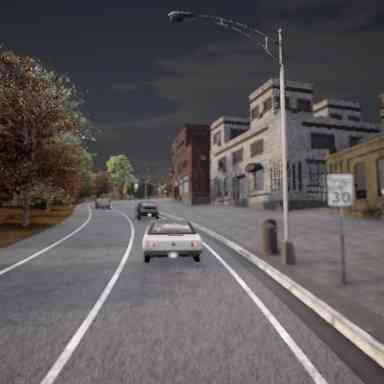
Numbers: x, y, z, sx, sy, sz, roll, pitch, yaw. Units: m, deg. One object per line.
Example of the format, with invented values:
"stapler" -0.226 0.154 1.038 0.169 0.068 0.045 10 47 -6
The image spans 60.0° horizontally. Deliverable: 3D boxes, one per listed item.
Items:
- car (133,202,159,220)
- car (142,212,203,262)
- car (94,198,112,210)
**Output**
"car" -4.095 1.626 29.815 1.837 1.490 4.892 1 0 -14
"car" -0.808 1.654 12.373 1.895 1.301 4.718 0 0 -6
"car" -11.475 1.519 42.646 1.837 1.490 4.892 1 0 -18
